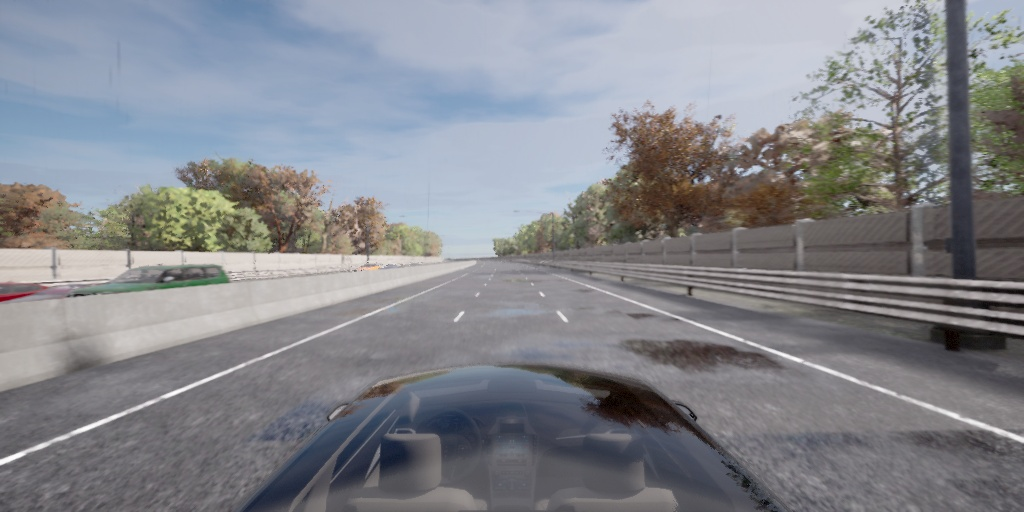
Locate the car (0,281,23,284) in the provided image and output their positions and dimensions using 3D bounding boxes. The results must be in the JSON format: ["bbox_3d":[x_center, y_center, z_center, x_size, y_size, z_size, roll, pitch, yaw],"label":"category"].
[{"bbox_3d":[-21.203,1.817,14.391,1.882,1.535,5.008,-1,0,0],"label":"car"}]

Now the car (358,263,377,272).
[{"bbox_3d":[-21.947,1.919,55.210,2.097,1.767,4.553,-1,0,-1],"label":"car"}]

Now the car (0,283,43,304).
[{"bbox_3d":[-17.704,1.818,14.561,1.994,1.385,4.181,-1,0,0],"label":"car"}]

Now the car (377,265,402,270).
[{"bbox_3d":[-18.436,2.029,55.274,2.033,1.411,5.357,-1,0,-1],"label":"car"}]

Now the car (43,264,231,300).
[{"bbox_3d":[-14.214,1.388,14.542,2.150,2.045,5.566,-1,0,0],"label":"car"}]

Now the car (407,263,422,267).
[{"bbox_3d":[-14.957,1.900,55.399,1.837,1.490,4.892,-1,0,-1],"label":"car"}]
